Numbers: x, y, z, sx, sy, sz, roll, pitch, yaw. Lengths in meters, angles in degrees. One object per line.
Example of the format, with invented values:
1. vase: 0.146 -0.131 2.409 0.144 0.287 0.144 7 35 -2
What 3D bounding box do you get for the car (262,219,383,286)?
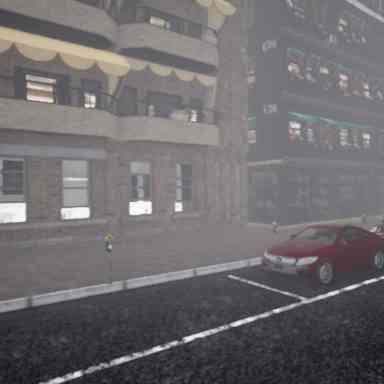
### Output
1. car: 3.792 1.554 9.233 4.206 1.307 1.802 0 -1 -35
